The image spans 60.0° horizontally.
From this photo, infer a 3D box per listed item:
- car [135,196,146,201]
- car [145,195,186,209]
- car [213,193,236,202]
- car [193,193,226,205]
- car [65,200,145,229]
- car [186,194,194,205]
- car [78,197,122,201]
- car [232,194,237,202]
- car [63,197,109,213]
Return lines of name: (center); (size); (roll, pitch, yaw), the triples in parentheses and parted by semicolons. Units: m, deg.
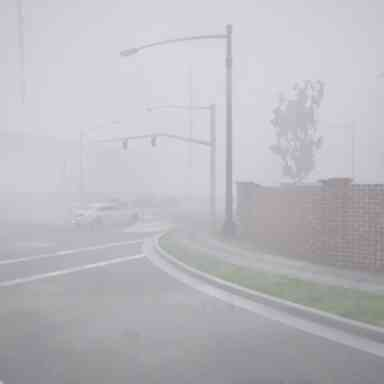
car: (-6.116, 1.240, 43.516); (1.837, 1.490, 4.892); (0, 1, 37)
car: (-3.205, 1.259, 41.569); (1.812, 1.442, 4.674); (0, 1, 37)
car: (5.822, 0.890, 59.294); (1.837, 1.490, 4.892); (0, 1, 37)
car: (2.706, 1.180, 49.399); (1.895, 1.301, 4.718); (0, 1, 37)
car: (-5.436, 1.456, 20.923); (1.812, 1.442, 4.674); (0, 0, 37)
car: (-0.392, 1.063, 51.097); (1.882, 1.535, 5.008); (0, 1, 37)
car: (-8.776, 1.349, 34.178); (1.837, 1.490, 4.892); (0, 1, 36)
car: (8.813, 0.886, 57.444); (1.837, 1.490, 4.892); (0, 1, 37)
car: (-11.509, 1.369, 36.363); (1.812, 1.442, 4.674); (0, 1, 37)
